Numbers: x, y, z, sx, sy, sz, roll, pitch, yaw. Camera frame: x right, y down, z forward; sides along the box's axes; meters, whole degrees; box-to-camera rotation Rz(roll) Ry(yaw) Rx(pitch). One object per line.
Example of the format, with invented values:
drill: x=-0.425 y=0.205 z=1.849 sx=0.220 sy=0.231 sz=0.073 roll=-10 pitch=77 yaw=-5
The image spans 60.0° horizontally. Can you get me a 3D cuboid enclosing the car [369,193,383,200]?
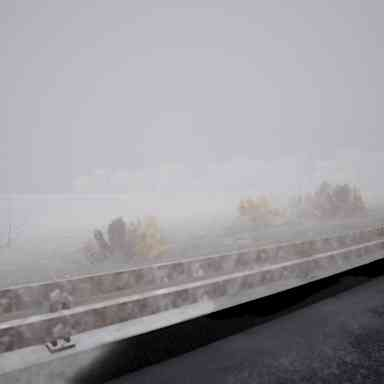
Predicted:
car: x=43.789 y=1.106 z=78.743 sx=2.097 sy=1.767 sz=4.553 roll=0 pitch=0 yaw=3
